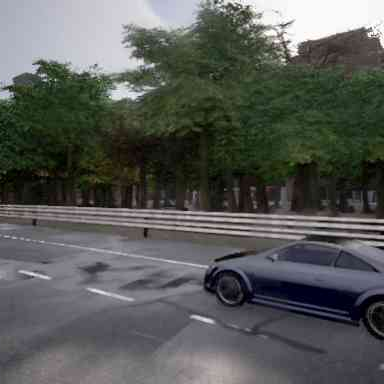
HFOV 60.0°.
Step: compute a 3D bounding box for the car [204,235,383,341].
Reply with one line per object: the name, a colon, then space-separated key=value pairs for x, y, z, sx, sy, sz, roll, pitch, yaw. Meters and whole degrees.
car: x=2.304 y=1.568 z=6.526 sx=4.181 sy=1.385 sz=1.994 roll=0 pitch=0 yaw=36
